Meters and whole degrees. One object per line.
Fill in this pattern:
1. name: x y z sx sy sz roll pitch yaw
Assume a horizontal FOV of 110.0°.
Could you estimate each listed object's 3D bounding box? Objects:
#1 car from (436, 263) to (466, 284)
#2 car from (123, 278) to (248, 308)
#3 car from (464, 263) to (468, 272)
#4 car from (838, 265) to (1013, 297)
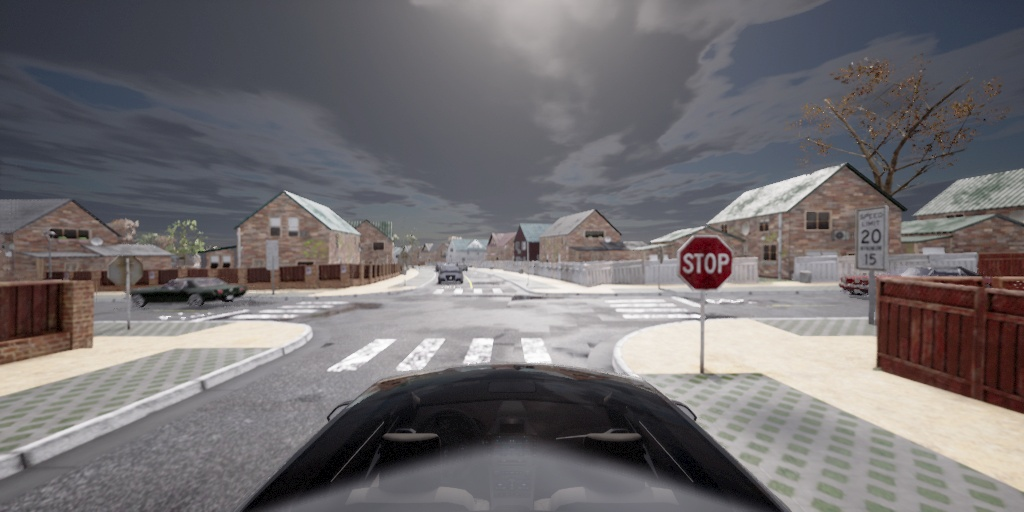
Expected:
1. car: -5.034 1.544 29.668 1.994 1.385 4.181 0 -1 -8
2. car: -15.607 1.726 17.200 4.718 1.301 1.895 -1 1 4
3. car: -8.487 1.811 59.035 2.128 1.511 4.902 0 -1 -17
4. car: 16.012 1.041 14.142 4.718 1.301 1.895 -1 1 5
